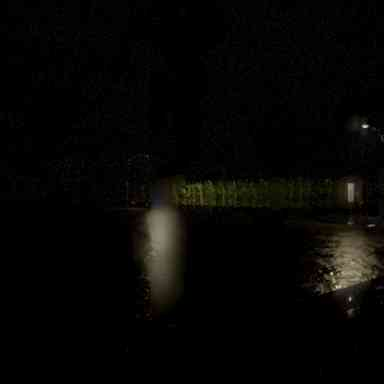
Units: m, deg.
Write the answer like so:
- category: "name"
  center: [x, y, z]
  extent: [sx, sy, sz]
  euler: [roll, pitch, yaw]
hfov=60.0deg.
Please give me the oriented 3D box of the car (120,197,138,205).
- category: "car"
  center: [-11.843, 1.676, 62.101]
  extent: [1.837, 1.490, 4.892]
  euler: [-1, 0, -36]

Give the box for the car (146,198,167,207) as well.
- category: "car"
  center: [-5.762, 1.656, 53.908]
  extent: [1.812, 1.442, 4.674]
  euler: [-1, 0, -36]
